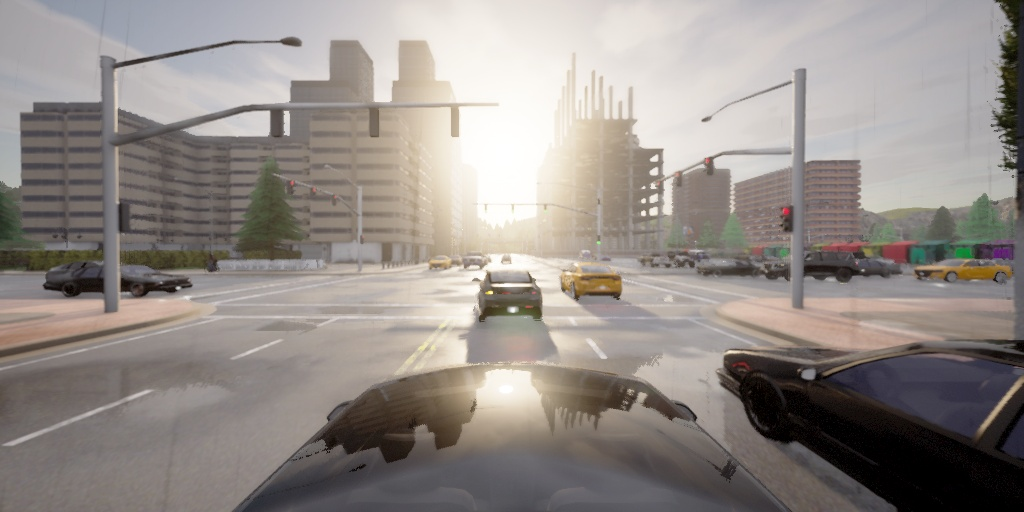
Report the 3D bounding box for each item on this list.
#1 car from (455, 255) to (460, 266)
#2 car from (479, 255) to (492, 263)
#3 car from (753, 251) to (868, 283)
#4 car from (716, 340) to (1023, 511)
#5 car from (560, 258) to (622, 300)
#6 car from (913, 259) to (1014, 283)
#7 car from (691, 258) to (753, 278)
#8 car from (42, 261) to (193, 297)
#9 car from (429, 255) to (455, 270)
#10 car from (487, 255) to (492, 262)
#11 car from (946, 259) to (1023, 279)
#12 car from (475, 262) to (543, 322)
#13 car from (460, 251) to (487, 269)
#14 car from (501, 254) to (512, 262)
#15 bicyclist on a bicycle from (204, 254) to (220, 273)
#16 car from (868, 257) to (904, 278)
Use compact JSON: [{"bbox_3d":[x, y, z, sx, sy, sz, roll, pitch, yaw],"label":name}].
[{"bbox_3d":[-8.069,0.593,49.959,1.882,1.535,5.008,0,1,0],"label":"car"},{"bbox_3d":[-4.578,0.510,62.870,1.994,1.385,4.181,0,1,0],"label":"car"},{"bbox_3d":[19.890,0.678,24.099,5.566,2.045,2.150,0,1,1],"label":"car"},{"bbox_3d":[3.599,1.291,2.224,2.033,1.411,5.357,0,1,0],"label":"car"},{"bbox_3d":[3.443,1.034,16.410,1.882,1.535,5.008,0,1,-2],"label":"car"},{"bbox_3d":[29.884,0.937,23.901,5.008,1.535,1.882,0,1,1],"label":"car"},{"bbox_3d":[16.876,1.010,27.641,4.718,1.301,1.895,0,1,0],"label":"car"},{"bbox_3d":[-18.185,1.100,16.676,5.357,1.411,2.033,0,1,-1],"label":"car"},{"bbox_3d":[-8.012,0.719,40.388,1.882,1.535,5.008,0,1,0],"label":"car"},{"bbox_3d":[-4.579,0.567,53.011,2.128,1.511,4.902,0,1,0],"label":"car"},{"bbox_3d":[36.446,0.941,27.247,4.674,1.442,1.812,0,1,1],"label":"car"},{"bbox_3d":[-0.214,1.122,11.806,1.837,1.490,4.892,0,1,-6],"label":"car"},{"bbox_3d":[-4.530,0.425,43.267,2.150,2.045,5.566,0,1,0],"label":"car"},{"bbox_3d":[-0.972,0.477,64.076,2.033,1.411,5.357,0,1,0],"label":"car"},{"bbox_3d":[-26.013,0.664,31.109,0.582,1.620,1.656,0,1,0],"label":"bicyclist on a bicycle"},{"bbox_3d":[26.519,0.959,27.478,5.357,1.411,2.033,0,1,1],"label":"car"}]
